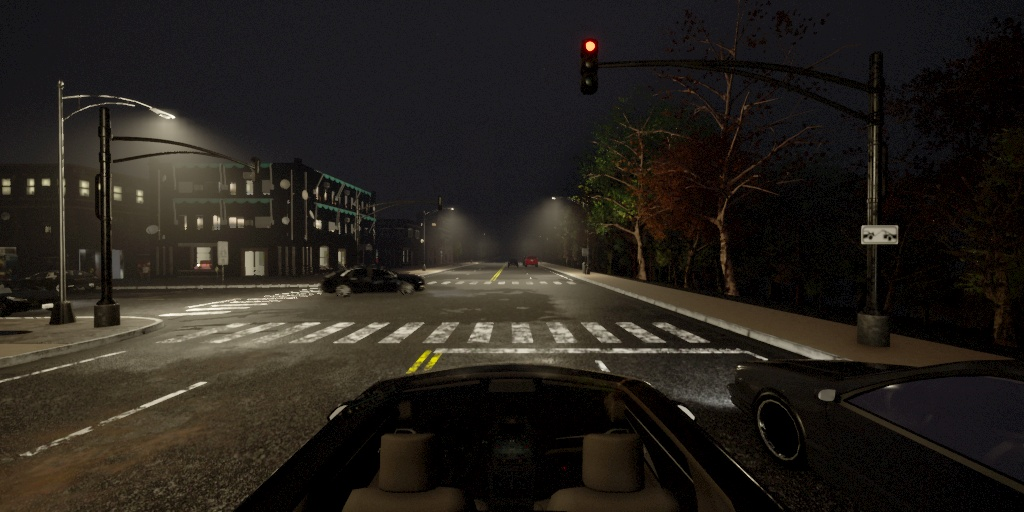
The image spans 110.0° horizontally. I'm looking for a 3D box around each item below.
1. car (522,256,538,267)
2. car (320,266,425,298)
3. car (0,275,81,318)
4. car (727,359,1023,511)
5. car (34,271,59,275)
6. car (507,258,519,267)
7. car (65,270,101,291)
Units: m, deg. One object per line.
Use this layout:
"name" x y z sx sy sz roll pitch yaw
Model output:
"car" 3.428 0.948 63.942 2.150 2.045 5.566 0 0 0
"car" -6.929 1.247 18.095 4.892 1.490 1.837 0 1 -21
"car" -19.933 1.565 13.723 4.313 1.339 1.948 0 0 0
"car" 3.326 1.297 1.736 2.033 1.411 5.357 0 0 3
"car" -24.876 1.576 16.441 5.357 1.411 2.033 -1 1 0
"car" 0.182 1.232 63.767 1.837 1.490 4.892 0 0 0
"car" -28.254 1.560 22.247 4.403 1.370 2.007 0 0 0
